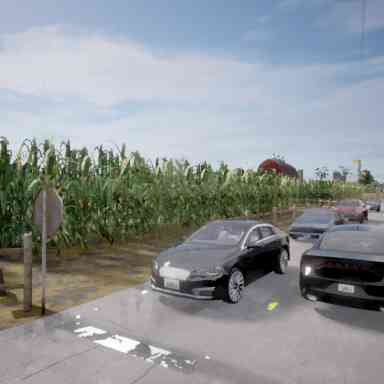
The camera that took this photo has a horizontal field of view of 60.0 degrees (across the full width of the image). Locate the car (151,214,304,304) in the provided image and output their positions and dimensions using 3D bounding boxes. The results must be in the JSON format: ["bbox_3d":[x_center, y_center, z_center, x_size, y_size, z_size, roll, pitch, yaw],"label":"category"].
[{"bbox_3d":[0.990,1.504,8.429,2.128,1.511,4.902,0,0,34],"label":"car"}]

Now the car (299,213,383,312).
[{"bbox_3d":[3.962,1.480,7.710,1.882,1.535,5.008,0,0,33],"label":"car"}]

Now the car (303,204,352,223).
[{"bbox_3d":[6.462,1.562,16.776,2.033,1.411,5.357,0,0,33],"label":"car"}]

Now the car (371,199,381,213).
[{"bbox_3d":[20.512,1.517,38.180,2.128,1.511,4.902,0,0,33],"label":"car"}]

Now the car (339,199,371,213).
[{"bbox_3d":[12.124,1.370,25.454,2.097,1.767,4.553,0,0,33],"label":"car"}]
